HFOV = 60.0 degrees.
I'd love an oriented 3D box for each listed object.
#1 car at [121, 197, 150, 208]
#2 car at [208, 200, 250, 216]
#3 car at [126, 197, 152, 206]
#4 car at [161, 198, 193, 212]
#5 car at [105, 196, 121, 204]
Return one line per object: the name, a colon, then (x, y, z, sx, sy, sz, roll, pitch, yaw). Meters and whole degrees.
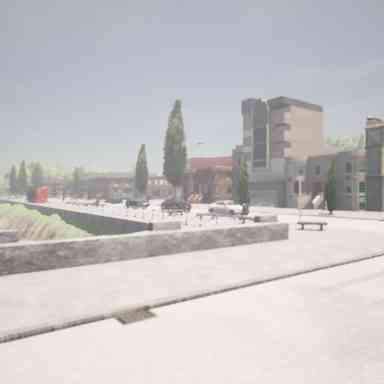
car: (-7.771, 1.510, 47.361, 2.128, 1.511, 4.902, 0, 0, -35)
car: (3.439, 1.545, 31.642, 1.812, 1.442, 4.674, 0, 0, -36)
car: (-9.039, 1.570, 56.339, 2.033, 1.411, 5.357, 0, 0, -36)
car: (-1.839, 1.524, 39.017, 1.837, 1.490, 4.892, 0, 0, -35)
car: (-15.232, 1.569, 65.014, 2.033, 1.411, 5.357, 0, 0, -36)
